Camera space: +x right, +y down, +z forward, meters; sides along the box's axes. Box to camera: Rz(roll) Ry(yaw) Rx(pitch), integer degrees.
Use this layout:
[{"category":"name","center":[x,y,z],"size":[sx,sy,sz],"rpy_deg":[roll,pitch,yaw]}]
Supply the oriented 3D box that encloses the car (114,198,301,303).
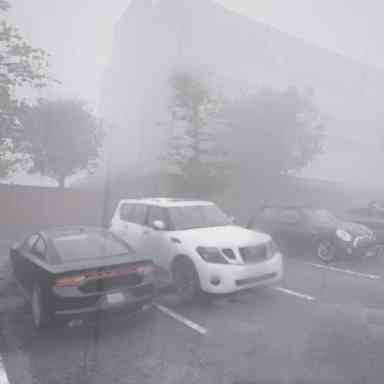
[{"category":"car","center":[-0.311,1.199,8.711],"size":[2.435,2.045,5.566],"rpy_deg":[0,0,-36]}]

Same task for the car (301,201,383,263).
[{"category":"car","center":[4.102,1.291,11.932],"size":[2.185,1.767,4.553],"rpy_deg":[0,0,-36]}]

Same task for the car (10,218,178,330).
[{"category":"car","center":[-2.597,1.468,7.107],"size":[2.097,1.535,5.008],"rpy_deg":[0,0,-35]}]
